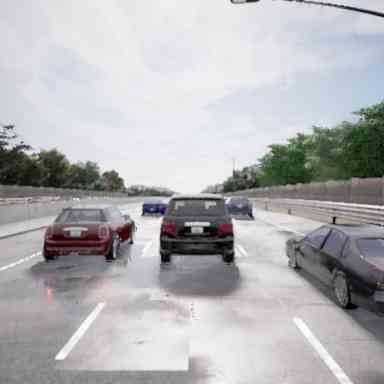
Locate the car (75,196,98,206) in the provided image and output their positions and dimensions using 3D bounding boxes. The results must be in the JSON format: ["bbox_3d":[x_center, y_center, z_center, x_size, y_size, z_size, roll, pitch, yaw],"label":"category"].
[{"bbox_3d":[-17.316,1.491,54.955,2.128,1.511,4.902,0,-1,1],"label":"car"}]

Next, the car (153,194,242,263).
[{"bbox_3d":[0.150,1.067,11.371,2.150,2.045,5.566,0,0,0],"label":"car"}]

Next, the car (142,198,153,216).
[{"bbox_3d":[-3.271,1.283,29.723,1.882,1.535,5.008,0,0,0],"label":"car"}]

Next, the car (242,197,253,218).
[{"bbox_3d":[3.721,1.151,27.854,2.097,1.767,4.553,0,0,0],"label":"car"}]

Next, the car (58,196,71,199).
[{"bbox_3d":[-20.820,1.496,54.136,1.837,1.490,4.892,0,0,1],"label":"car"}]

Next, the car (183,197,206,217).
[{"bbox_3d":[0.229,1.283,29.726,1.882,1.535,5.008,0,0,0],"label":"car"}]

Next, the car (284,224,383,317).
[{"bbox_3d":[3.633,1.436,7.442,2.033,1.411,5.357,0,1,0],"label":"car"}]

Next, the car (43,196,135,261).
[{"bbox_3d":[-3.348,1.196,11.722,2.097,1.767,4.553,0,1,0],"label":"car"}]

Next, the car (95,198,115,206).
[{"bbox_3d":[-13.830,1.587,53.337,1.895,1.301,4.718,0,0,1],"label":"car"}]
